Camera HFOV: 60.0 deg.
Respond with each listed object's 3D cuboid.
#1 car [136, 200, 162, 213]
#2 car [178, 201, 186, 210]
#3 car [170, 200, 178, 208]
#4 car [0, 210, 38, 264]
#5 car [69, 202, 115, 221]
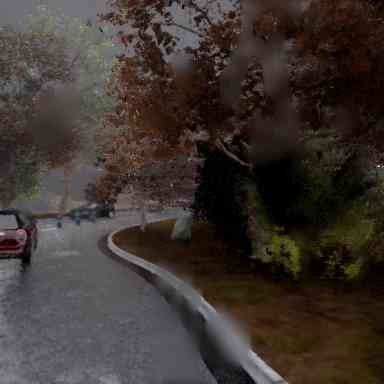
[{"bbox_3d":[-5.250,1.717,41.171,1.837,1.490,4.892,0,0,16],"label":"car"},{"bbox_3d":[0.273,1.453,47.117,2.150,2.045,5.566,0,0,16],"label":"car"},{"bbox_3d":[-1.865,1.761,53.049,2.033,1.411,5.357,0,0,16],"label":"car"},{"bbox_3d":[-6.739,1.400,11.827,2.097,1.767,4.553,1,-1,-22],"label":"car"},{"bbox_3d":[-8.677,1.642,29.233,1.882,1.535,5.008,0,0,17],"label":"car"}]
